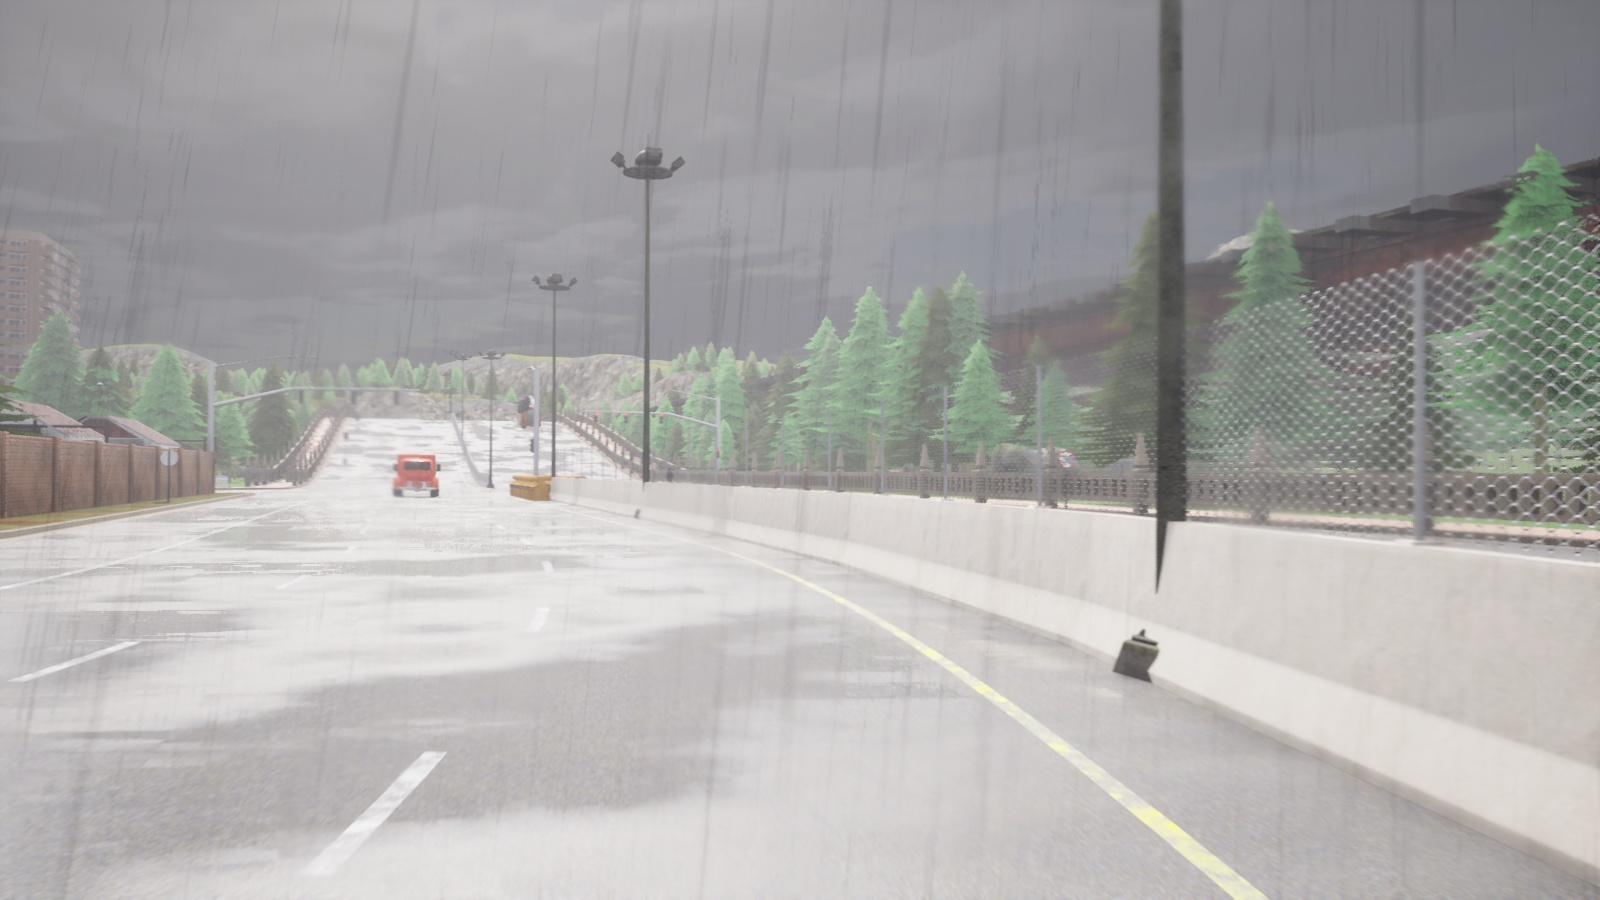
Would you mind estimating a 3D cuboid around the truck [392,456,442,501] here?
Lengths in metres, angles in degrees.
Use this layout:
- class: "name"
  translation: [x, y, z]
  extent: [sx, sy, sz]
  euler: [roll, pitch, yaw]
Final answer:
- class: "truck"
  translation: [-22.064, 1.642, 72.271]
  extent: [2.627, 2.467, 5.204]
  euler: [0, -1, -18]
